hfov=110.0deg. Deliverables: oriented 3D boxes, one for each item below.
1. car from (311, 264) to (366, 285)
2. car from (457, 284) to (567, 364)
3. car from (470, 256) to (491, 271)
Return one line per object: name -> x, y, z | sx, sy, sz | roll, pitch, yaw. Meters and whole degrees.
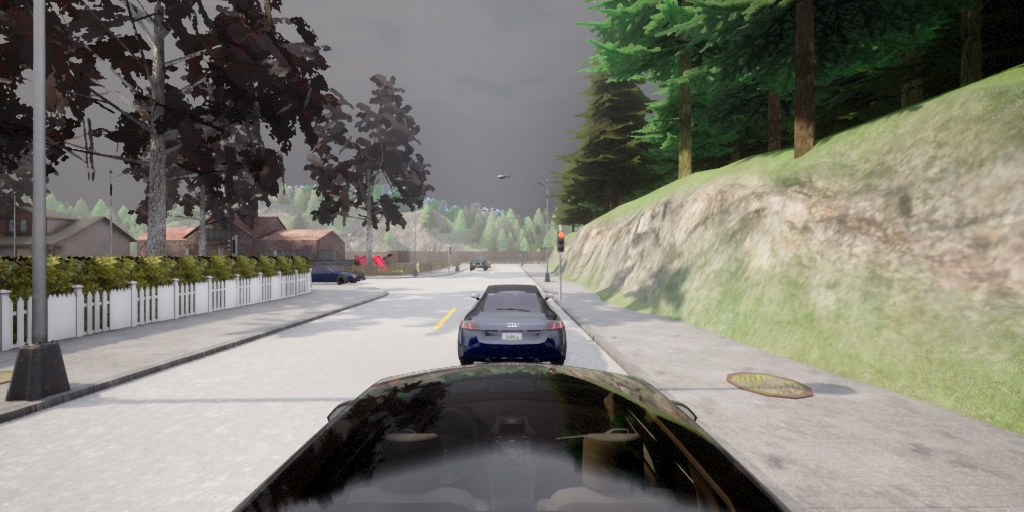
car -> -13.213, 1.297, 25.199 | 5.357, 1.411, 2.033 | 0, 0, 0
car -> 0.005, 1.314, 8.002 | 1.994, 1.385, 4.181 | 0, 0, 0
car -> -4.529, 0.972, 49.488 | 2.150, 2.045, 5.566 | 0, 0, 0
